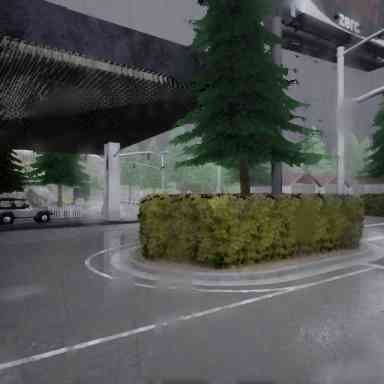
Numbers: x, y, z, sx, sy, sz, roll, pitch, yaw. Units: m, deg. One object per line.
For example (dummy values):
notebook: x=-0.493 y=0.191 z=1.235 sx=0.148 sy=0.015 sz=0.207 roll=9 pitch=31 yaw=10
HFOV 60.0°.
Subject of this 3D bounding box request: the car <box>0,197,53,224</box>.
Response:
car: x=-11.994 y=1.313 z=23.455 sx=3.866 sy=1.878 sz=1.905 roll=0 pitch=0 yaw=-36
